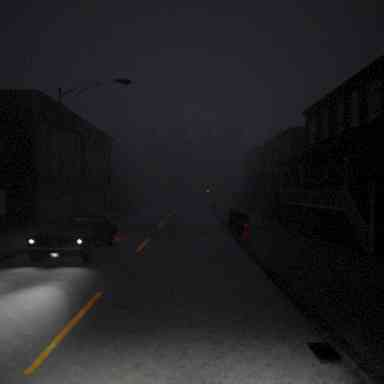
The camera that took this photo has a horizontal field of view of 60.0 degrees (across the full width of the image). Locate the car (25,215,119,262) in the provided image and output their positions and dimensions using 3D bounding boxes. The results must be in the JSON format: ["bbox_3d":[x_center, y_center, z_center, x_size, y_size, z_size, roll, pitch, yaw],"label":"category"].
[{"bbox_3d":[-4.081,1.555,12.101,1.895,1.301,4.718,0,0,0],"label":"car"}]
